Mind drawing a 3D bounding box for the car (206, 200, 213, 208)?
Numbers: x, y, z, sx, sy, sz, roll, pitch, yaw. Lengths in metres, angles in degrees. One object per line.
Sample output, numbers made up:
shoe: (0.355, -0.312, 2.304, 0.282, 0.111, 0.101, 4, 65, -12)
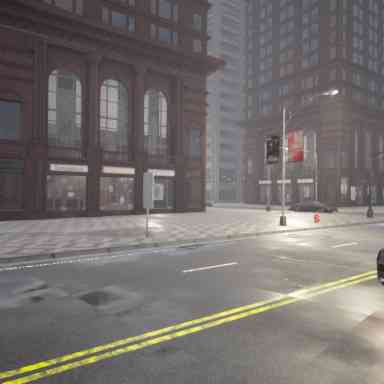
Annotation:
car: (1.554, 1.836, 54.015, 1.994, 1.385, 4.181, 1, -1, -35)

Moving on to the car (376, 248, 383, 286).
car: (6.261, 1.516, 7.904, 4.892, 1.490, 1.837, 0, 0, -35)

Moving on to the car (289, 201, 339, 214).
car: (13.497, 1.724, 37.221, 2.033, 1.411, 5.357, 1, -1, -35)
